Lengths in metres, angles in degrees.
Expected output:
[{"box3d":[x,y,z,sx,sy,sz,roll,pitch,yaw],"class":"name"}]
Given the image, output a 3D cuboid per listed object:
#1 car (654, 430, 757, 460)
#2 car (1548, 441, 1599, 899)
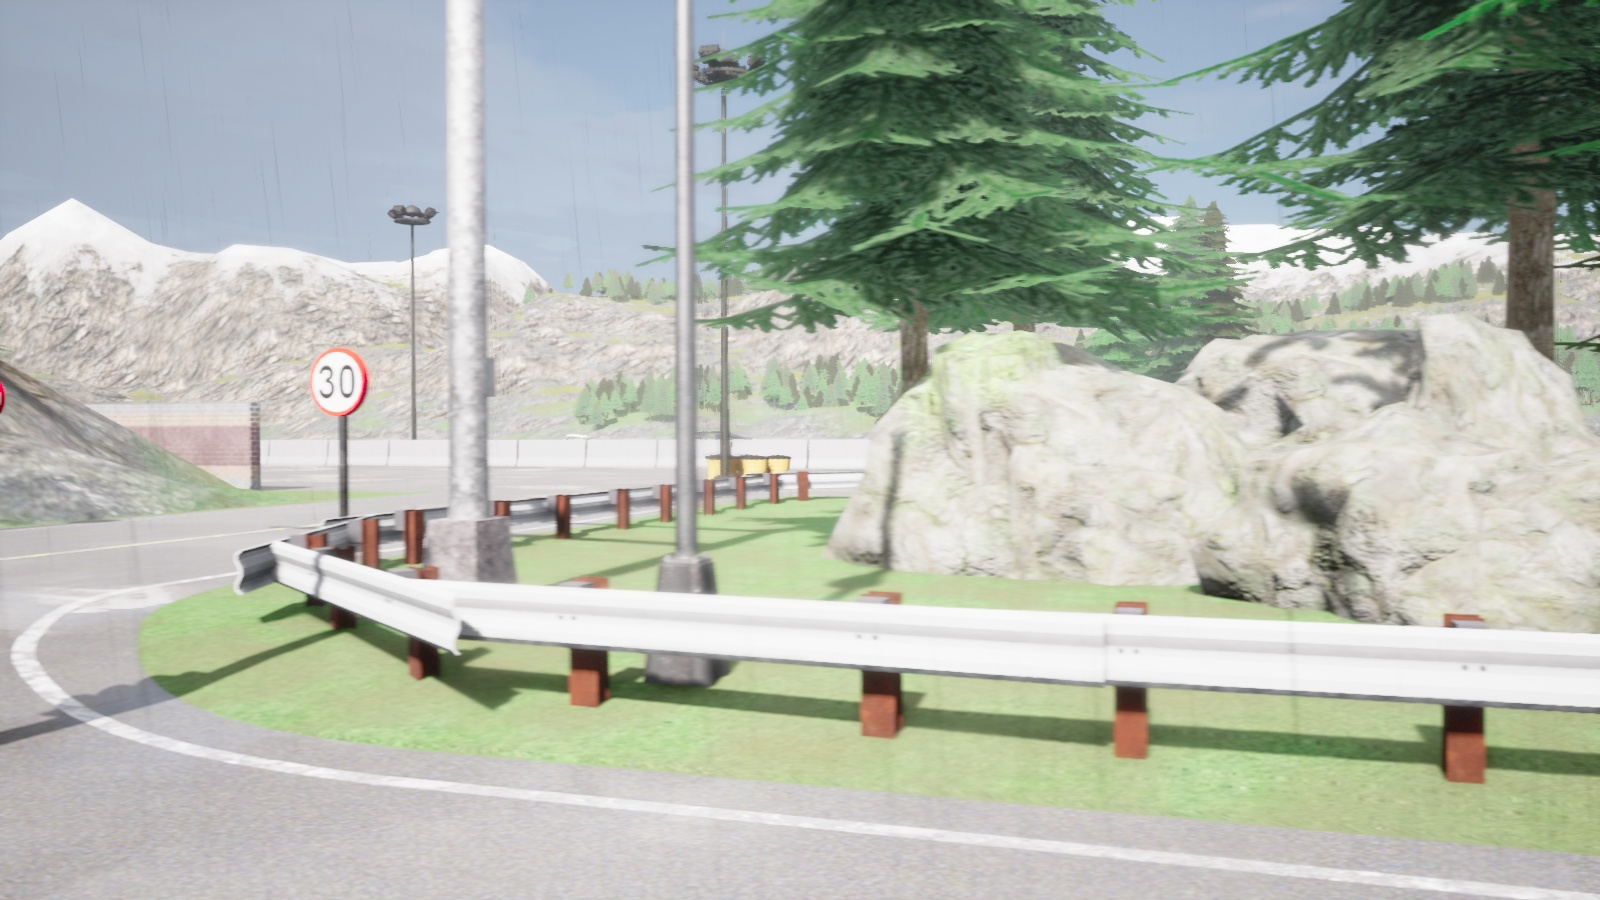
[{"box3d":[-4.950,-0.289,65.921,4.902,1.511,2.128,1,1,18],"class":"car"},{"box3d":[4.149,0.771,1.825,4.902,1.511,2.128,1,1,18],"class":"car"}]
